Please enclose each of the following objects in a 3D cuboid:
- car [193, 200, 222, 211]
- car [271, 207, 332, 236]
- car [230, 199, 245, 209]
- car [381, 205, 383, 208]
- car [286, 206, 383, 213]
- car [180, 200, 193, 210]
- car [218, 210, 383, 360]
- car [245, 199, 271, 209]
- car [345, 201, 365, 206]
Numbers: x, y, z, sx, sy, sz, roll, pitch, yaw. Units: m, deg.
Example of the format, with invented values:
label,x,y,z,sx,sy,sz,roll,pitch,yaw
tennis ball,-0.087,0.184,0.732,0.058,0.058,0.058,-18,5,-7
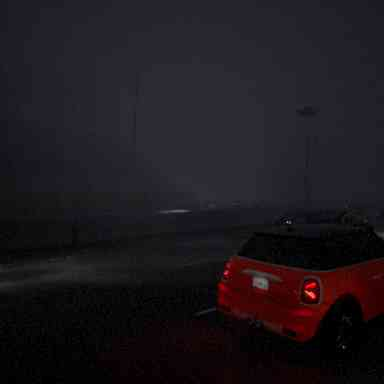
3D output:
label,x,y,z,sx,sy,sz,roll,pitch,yaw
car,2.316,1.841,44.669,1.895,1.301,4.718,0,0,26
car,6.658,1.684,19.937,1.994,1.385,4.181,0,0,42
car,6.725,1.734,45.950,1.882,1.535,5.008,0,-1,23
car,20.598,1.788,34.243,1.994,1.385,4.181,0,0,28
car,6.309,1.581,14.433,2.128,1.511,4.902,0,0,44
car,0.069,1.854,48.051,1.895,1.301,4.718,0,0,24
car,2.677,1.391,6.304,4.553,1.767,2.097,0,0,-39
car,8.666,1.717,41.912,1.882,1.535,5.008,0,-1,26
car,17.865,1.757,36.477,1.812,1.442,4.674,0,0,28
